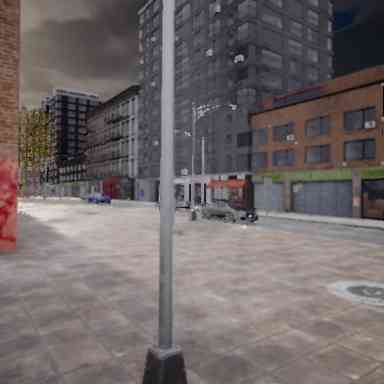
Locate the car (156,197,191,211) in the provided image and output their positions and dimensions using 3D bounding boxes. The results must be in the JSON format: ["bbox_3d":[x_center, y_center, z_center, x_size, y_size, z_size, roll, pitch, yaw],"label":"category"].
[{"bbox_3d":[-1.897,1.135,33.599,1.994,1.385,4.181,1,0,-35],"label":"car"}]

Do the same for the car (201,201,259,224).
[{"bbox_3d":[2.460,1.294,22.307,1.994,1.385,4.181,1,1,-35],"label":"car"}]

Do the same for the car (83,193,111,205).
[{"bbox_3d":[-12.094,0.838,43.035,1.882,1.535,5.008,1,0,-35],"label":"car"}]

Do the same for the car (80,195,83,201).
[{"bbox_3d":[-16.743,0.857,54.626,2.033,1.411,5.357,1,0,-35],"label":"car"}]
